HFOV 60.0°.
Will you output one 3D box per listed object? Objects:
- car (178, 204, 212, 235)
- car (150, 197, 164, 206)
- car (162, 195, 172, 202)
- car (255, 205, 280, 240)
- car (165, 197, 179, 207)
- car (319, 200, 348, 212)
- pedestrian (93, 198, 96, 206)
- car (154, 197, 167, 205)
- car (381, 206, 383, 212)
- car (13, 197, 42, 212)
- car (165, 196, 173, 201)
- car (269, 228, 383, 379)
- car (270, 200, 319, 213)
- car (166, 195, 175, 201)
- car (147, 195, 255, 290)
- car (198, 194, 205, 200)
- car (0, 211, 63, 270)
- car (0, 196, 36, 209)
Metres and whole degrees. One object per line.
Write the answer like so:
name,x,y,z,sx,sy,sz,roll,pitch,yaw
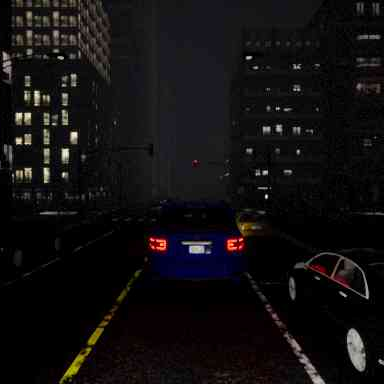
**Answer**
car,0.095,1.520,19.737,1.812,1.442,4.674,0,0,-2
car,-5.710,1.513,54.386,1.752,1.417,4.829,-1,0,0
car,-5.712,1.530,77.174,1.887,1.381,4.507,-1,0,0
car,2.804,1.521,16.772,1.752,1.417,4.829,-1,0,0
car,-3.099,1.552,52.681,1.994,1.385,4.181,0,0,0
car,16.308,1.622,39.737,4.403,1.369,2.008,0,0,1
pedestrian,-12.555,1.299,43.079,0.500,1.100,0.500,0,0,1
car,-5.710,1.553,60.210,1.947,1.339,4.313,-1,0,0
car,23.456,1.738,37.033,4.181,1.385,1.994,0,1,2
car,-17.821,1.442,34.417,4.181,1.385,1.994,0,1,1
car,-5.712,1.567,82.828,1.802,1.307,4.206,-1,0,0
car,2.806,1.549,5.313,2.008,1.369,4.403,-1,0,0
car,10.919,1.617,37.219,5.357,1.411,2.033,0,1,1
car,-5.714,1.529,88.483,1.887,1.381,4.507,-1,0,0
car,0.095,1.219,9.226,2.150,2.045,5.566,0,0,0
car,2.664,1.424,94.139,1.967,1.590,4.097,-1,0,0
car,-5.834,1.541,11.014,1.887,1.381,4.507,-1,0,0
car,-21.667,1.274,40.230,4.829,1.417,1.752,0,0,1
